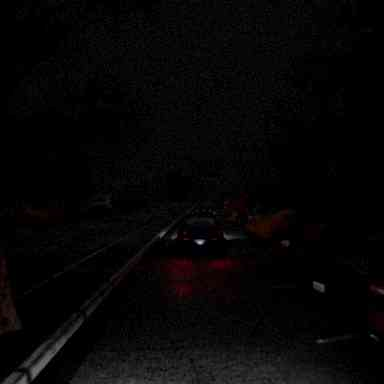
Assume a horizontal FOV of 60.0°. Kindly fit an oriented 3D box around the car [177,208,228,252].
[{"bbox_3d":[0.369,1.645,14.357,1.812,1.442,4.674,0,0,2],"label":"car"}]

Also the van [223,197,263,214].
[{"bbox_3d":[6.156,1.586,40.231,4.442,1.987,1.878,1,0,-17],"label":"van"}]

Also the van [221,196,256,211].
[{"bbox_3d":[6.462,1.635,46.178,4.442,1.987,1.878,1,0,-17],"label":"van"}]

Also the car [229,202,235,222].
[{"bbox_3d":[5.368,1.670,22.445,4.892,1.521,2.231,1,-1,-17],"label":"car"}]

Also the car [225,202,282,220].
[{"bbox_3d":[5.776,1.770,31.338,4.792,1.488,2.163,1,0,-17],"label":"car"}]

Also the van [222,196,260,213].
[{"bbox_3d":[6.309,1.611,43.205,4.442,1.987,1.878,1,0,-17],"label":"van"}]

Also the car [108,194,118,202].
[{"bbox_3d":[-21.856,1.665,92.371,2.435,2.045,5.566,1,-2,-16],"label":"car"}]

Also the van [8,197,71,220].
[{"bbox_3d":[-12.530,1.471,27.097,4.442,1.987,1.878,-1,-1,-17],"label":"van"}]

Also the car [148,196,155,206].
[{"bbox_3d":[-10.567,2.023,66.104,5.008,1.535,2.097,-1,-1,-17],"label":"car"}]

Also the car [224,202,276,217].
[{"bbox_3d":[5.983,1.795,34.335,4.792,1.488,2.163,1,-1,-17],"label":"car"}]

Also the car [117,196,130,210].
[{"bbox_3d":[-11.729,1.597,45.068,5.566,2.045,2.435,-1,0,-17],"label":"car"}]

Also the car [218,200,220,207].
[{"bbox_3d":[5.931,1.784,37.238,5.366,1.575,1.946,1,0,-17],"label":"car"}]

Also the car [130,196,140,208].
[{"bbox_3d":[-11.362,1.646,51.098,5.566,2.045,2.435,-1,-1,-17],"label":"car"}]

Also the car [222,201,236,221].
[{"bbox_3d":[5.333,1.687,25.352,5.366,1.575,1.946,1,0,-17],"label":"car"}]

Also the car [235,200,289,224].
[{"bbox_3d":[5.222,1.519,19.473,4.553,1.767,2.185,1,-1,-18],"label":"car"}]

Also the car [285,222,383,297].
[{"bbox_3d":[4.877,1.579,7.615,4.792,1.488,2.163,1,0,-19],"label":"car"}]

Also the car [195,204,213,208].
[{"bbox_3d":[1.227,1.885,34.394,1.895,1.301,4.718,0,0,3],"label":"car"}]

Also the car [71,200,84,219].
[{"bbox_3d":[-12.514,1.753,30.054,4.792,1.488,2.163,-1,0,-17],"label":"car"}]

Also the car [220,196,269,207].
[{"bbox_3d":[5.681,1.466,28.393,5.566,2.045,2.435,1,-1,-17],"label":"car"}]

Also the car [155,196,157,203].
[{"bbox_3d":[-10.391,2.085,69.124,4.674,1.452,2.002,-1,-1,-17],"label":"car"}]

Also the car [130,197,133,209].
[{"bbox_3d":[-11.514,1.902,48.092,4.792,1.488,2.163,-1,-1,-17],"label":"car"}]

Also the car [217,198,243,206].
[{"bbox_3d":[7.729,2.043,68.265,4.892,1.521,2.231,1,-1,-17],"label":"car"}]

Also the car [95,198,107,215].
[{"bbox_3d":[-12.177,1.773,36.078,5.008,1.535,2.097,-1,-1,-17],"label":"car"}]

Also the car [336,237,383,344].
[{"bbox_3d":[4.855,1.526,4.670,5.008,1.535,2.097,1,-1,-19],"label":"car"}]

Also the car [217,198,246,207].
[{"bbox_3d":[7.730,2.014,64.936,5.366,1.575,1.946,1,-1,-17],"label":"car"}]

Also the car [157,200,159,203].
[{"bbox_3d":[-10.249,1.810,72.123,5.566,2.045,2.435,-1,0,-17],"label":"car"}]

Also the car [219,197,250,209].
[{"bbox_3d":[7.007,1.809,55.126,4.553,1.767,2.185,1,-1,-17],"label":"car"}]

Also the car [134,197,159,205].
[{"bbox_3d":[-10.228,2.071,75.099,5.366,1.575,1.946,-1,0,-17],"label":"car"}]

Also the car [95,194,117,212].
[{"bbox_3d":[-12.045,1.547,39.068,5.566,2.045,2.435,-1,0,-17],"label":"car"}]

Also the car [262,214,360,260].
[{"bbox_3d":[4.997,1.604,10.607,4.792,1.488,2.163,1,-1,-18],"label":"car"}]

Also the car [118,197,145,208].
[{"bbox_3d":[-10.869,1.847,60.094,4.553,1.767,2.185,-1,0,-17],"label":"car"}]

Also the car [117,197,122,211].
[{"bbox_3d":[-11.861,1.823,42.080,5.008,1.535,2.097,-1,-1,-17],"label":"car"}]

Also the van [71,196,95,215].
[{"bbox_3d":[-12.225,1.521,33.114,4.442,1.987,1.878,-1,-1,-17],"label":"van"}]

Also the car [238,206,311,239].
[{"bbox_3d":[5.132,1.621,16.517,5.008,1.535,2.097,1,-1,-18],"label":"car"}]

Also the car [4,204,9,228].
[{"bbox_3d":[-13.028,1.622,18.020,4.892,1.521,2.231,-1,0,-18],"label":"car"}]

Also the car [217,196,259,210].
[{"bbox_3d":[6.755,1.636,49.198,5.566,2.045,2.435,1,-1,-17],"label":"car"}]

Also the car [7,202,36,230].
[{"bbox_3d":[-12.927,1.647,21.037,5.008,1.535,2.097,-1,-1,-18],"label":"car"}]

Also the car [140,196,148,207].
[{"bbox_3d":[-11.043,1.696,57.104,5.566,2.045,2.435,-1,-1,-17],"label":"car"}]

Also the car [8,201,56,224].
[{"bbox_3d":[-12.958,1.671,23.986,5.366,1.575,1.946,-1,0,-17],"label":"car"}]
